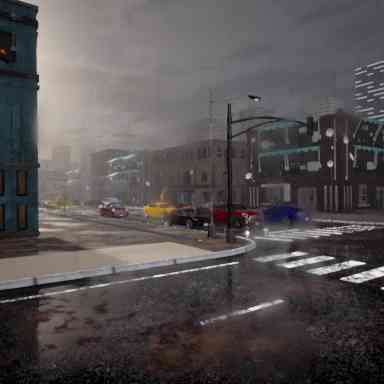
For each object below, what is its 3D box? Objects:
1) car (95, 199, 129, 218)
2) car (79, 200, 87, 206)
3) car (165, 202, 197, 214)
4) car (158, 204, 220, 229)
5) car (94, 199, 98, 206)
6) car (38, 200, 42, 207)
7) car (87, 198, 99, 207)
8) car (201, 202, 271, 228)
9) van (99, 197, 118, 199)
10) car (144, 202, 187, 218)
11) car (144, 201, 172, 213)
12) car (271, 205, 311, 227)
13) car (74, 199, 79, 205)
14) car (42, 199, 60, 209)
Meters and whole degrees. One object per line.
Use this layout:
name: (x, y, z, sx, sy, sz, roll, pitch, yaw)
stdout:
car: (-8.258, 1.846, 35.203, 1.967, 1.590, 4.097, -1, 0, -35)
car: (-20.613, 2.228, 67.150, 1.887, 1.381, 4.507, -1, 0, -35)
car: (-1.417, 1.904, 40.049, 1.802, 1.307, 4.206, -2, 0, -35)
car: (-0.333, 1.815, 23.809, 1.947, 1.339, 4.313, -1, 0, -35)
car: (-10.614, 1.993, 43.059, 1.812, 1.442, 4.674, -1, 0, -35)
car: (-30.650, 2.376, 66.822, 2.008, 1.369, 4.403, -1, 0, -35)
car: (-17.419, 1.940, 62.633, 2.192, 1.841, 5.009, -1, 0, -35)
car: (3.010, 1.551, 23.850, 2.097, 1.767, 4.553, -1, 0, -36)
van: (-14.219, 1.907, 58.116, 1.690, 1.788, 3.998, -1, 0, -35)
car: (-2.912, 1.794, 32.157, 1.882, 1.535, 5.008, -1, 0, -35)
car: (-4.615, 1.966, 44.565, 1.802, 1.307, 4.206, -2, 0, -35)
car: (6.472, 1.677, 24.408, 1.812, 1.442, 4.674, -1, 0, -34)
car: (-27.011, 2.364, 76.184, 1.947, 1.339, 4.313, -1, 0, -35)
car: (-24.153, 2.233, 57.649, 1.752, 1.417, 4.829, -1, 0, -35)
